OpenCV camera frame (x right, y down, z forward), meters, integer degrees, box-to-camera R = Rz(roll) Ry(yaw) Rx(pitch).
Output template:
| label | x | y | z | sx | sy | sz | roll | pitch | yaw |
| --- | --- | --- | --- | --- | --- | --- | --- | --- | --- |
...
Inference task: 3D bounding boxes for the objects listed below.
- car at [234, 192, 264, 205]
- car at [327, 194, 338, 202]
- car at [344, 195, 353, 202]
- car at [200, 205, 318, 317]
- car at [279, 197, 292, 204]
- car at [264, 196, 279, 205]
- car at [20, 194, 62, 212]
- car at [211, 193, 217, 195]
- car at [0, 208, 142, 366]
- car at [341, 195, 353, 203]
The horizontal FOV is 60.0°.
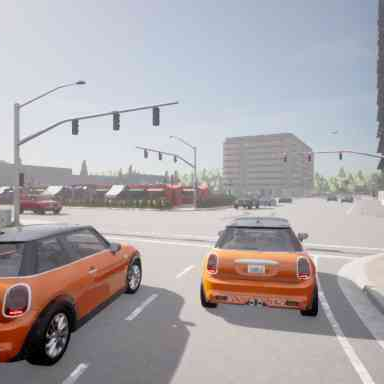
| label | x | y | z | sx | sy | sz | roll | pitch | yaw |
| --- | --- | --- | --- | --- | --- | --- | --- | --- | --- |
| car | 7.422 | 1.221 | 44.553 | 2.150 | 2.045 | 5.566 | 0 | 0 | 27 |
| car | 33.514 | 1.355 | 79.366 | 2.097 | 1.767 | 4.553 | 0 | 0 | 27 |
| car | 36.651 | 1.500 | 77.813 | 1.837 | 1.490 | 4.892 | 0 | 0 | 27 |
| car | 1.618 | 1.352 | 7.816 | 2.097 | 1.767 | 4.553 | 0 | 0 | 14 |
| car | 18.360 | 1.601 | 65.416 | 1.895 | 1.301 | 4.718 | 0 | 0 | 28 |
| car | 12.027 | 1.352 | 53.395 | 2.097 | 1.767 | 4.553 | 0 | 0 | 28 |
| car | -16.148 | 1.277 | 34.772 | 5.566 | 2.045 | 2.150 | 0 | 0 | 28 |
| car | 5.019 | 1.209 | 86.950 | 4.605 | 1.855 | 1.932 | 0 | 0 | 28 |
| car | -2.497 | 1.352 | 6.104 | 2.097 | 1.767 | 4.553 | 0 | 0 | 10 |
| car | 32.066 | 1.595 | 68.988 | 1.895 | 1.301 | 4.718 | 0 | 0 | 27 |
